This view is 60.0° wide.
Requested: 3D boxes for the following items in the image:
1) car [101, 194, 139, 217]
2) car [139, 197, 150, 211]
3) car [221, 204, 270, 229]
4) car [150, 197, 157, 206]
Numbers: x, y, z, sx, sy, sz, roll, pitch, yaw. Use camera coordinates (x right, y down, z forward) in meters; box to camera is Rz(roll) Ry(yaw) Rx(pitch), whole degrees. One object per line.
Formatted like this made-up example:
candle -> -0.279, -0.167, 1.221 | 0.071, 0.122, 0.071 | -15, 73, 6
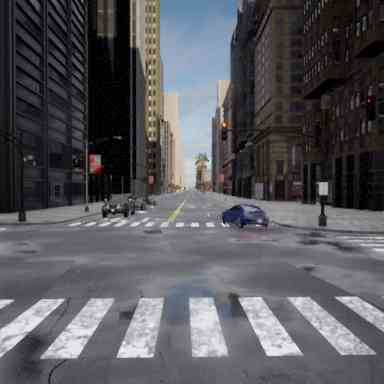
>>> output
car -> -6.638, 1.184, 30.635 | 2.150, 2.045, 5.566 | 0, 0, 0
car -> -6.643, 1.447, 40.510 | 1.837, 1.490, 4.892 | 0, 0, 0
car -> 3.387, 1.504, 21.677 | 1.812, 1.442, 4.674 | -1, 0, -15
car -> -6.657, 1.481, 52.334 | 1.994, 1.385, 4.181 | 0, 0, 0
